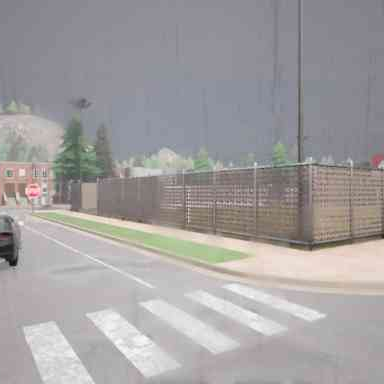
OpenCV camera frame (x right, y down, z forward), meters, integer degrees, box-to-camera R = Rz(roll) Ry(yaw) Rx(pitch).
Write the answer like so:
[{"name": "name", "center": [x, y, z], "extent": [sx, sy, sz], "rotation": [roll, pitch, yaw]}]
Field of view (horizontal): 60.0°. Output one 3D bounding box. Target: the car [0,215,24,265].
[{"name": "car", "center": [-6.808, 1.479, 11.103], "extent": [1.882, 1.535, 5.008], "rotation": [-1, 0, -25]}]
